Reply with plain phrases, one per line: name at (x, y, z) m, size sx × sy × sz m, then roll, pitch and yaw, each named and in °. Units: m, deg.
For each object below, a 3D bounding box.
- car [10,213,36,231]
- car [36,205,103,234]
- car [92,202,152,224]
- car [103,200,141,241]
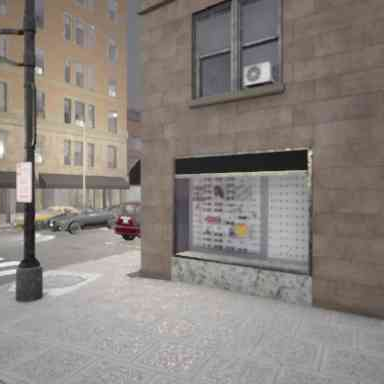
car at (-8.506, 1.492, 20.506) m, size 1.752 × 1.417 × 4.829 m, roll 0°, pitch 0°, yaw 35°
car at (-6.201, 1.534, 18.991) m, size 1.994 × 1.385 × 4.181 m, roll 0°, pitch 0°, yaw 35°
car at (-5.199, 1.521, 25.302) m, size 1.947 × 1.339 × 4.313 m, roll 0°, pitch 0°, yaw 35°
car at (-1.406, 1.291, 15.782) m, size 2.192 × 1.841 × 5.009 m, roll 0°, pitch 0°, yaw 35°
